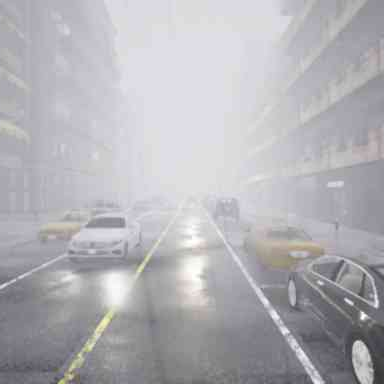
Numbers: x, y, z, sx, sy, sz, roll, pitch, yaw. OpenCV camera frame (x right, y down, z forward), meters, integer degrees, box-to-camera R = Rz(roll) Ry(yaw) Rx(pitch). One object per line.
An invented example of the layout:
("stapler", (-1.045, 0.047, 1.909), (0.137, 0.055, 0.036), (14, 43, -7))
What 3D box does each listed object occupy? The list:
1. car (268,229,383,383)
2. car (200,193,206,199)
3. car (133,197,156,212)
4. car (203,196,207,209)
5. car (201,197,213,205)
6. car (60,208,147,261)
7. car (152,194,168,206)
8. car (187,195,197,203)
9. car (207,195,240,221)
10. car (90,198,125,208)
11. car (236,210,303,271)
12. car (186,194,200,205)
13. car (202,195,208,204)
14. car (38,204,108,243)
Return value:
("car", (2.700, 1.548, 4.943), (2.008, 1.369, 4.403), (1, 0, 0))
("car", (2.688, 1.297, 49.485), (2.192, 1.841, 5.009), (1, 0, 0))
("car", (-5.691, 1.551, 38.382), (1.947, 1.339, 4.313), (1, 0, 0))
("car", (2.689, 1.536, 38.351), (2.008, 1.369, 4.403), (1, 0, 0))
("car", (2.682, 1.546, 60.622), (1.947, 1.339, 4.313), (1, 0, 0))
("car", (-3.002, 1.520, 12.337), (1.812, 1.442, 4.674), (0, 0, 0))
("car", (-5.693, 1.296, 55.085), (2.192, 1.841, 5.009), (1, 0, 0))
("car", (-0.020, 1.410, 69.383), (2.033, 1.411, 5.357), (0, 0, 0))
("car", (2.696, 1.303, 27.215), (2.192, 1.841, 5.009), (1, 0, 0))
("car", (-5.683, 1.305, 21.678), (2.192, 1.841, 5.009), (1, 0, 0))
("car", (2.699, 1.520, 10.681), (1.752, 1.417, 4.829), (1, 0, 0))
("car", (-0.017, 1.472, 59.202), (2.128, 1.511, 4.902), (0, 0, 0))
("car", (2.688, 1.528, 43.918), (1.887, 1.381, 4.507), (1, 0, 0))
("car", (-5.684, 1.517, 15.940), (1.752, 1.417, 4.829), (1, 0, 0))
